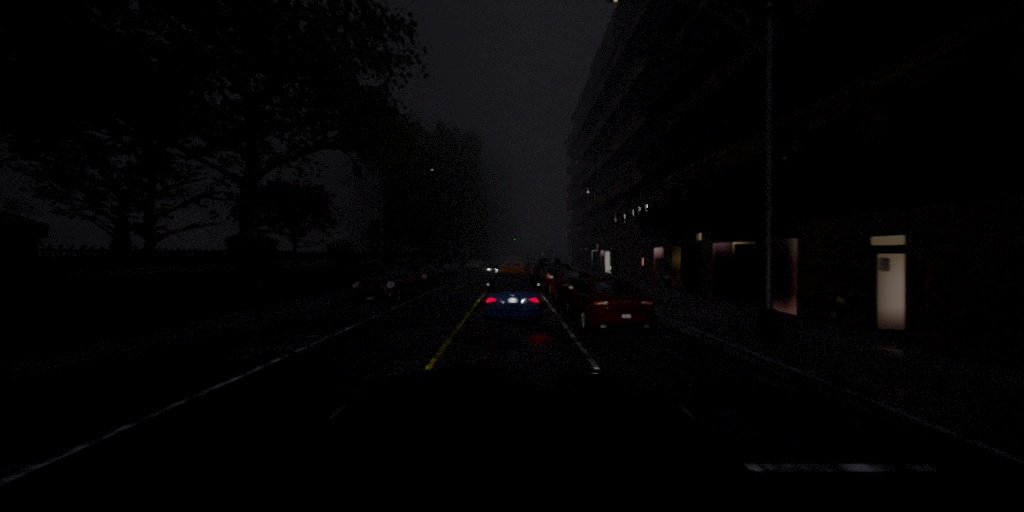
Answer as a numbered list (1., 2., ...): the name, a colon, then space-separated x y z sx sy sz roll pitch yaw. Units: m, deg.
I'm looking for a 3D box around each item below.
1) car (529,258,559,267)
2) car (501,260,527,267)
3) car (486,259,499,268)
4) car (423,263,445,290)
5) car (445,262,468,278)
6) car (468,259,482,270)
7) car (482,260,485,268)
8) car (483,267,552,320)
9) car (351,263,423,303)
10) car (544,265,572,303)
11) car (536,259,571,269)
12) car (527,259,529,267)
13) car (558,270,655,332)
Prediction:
1. car: 2.730 1.036 27.579 2.192 1.841 5.009 0 0 0
2. car: 0.099 1.195 30.924 1.882 1.535 5.008 0 0 1
3. car: -2.986 1.249 56.929 2.033 1.411 5.357 0 0 1
4. car: -5.659 1.167 21.960 1.967 1.591 4.097 0 0 0
5. car: -5.642 1.266 33.221 2.007 1.370 4.403 0 0 0
6. car: -5.617 1.229 49.942 1.751 1.417 4.829 0 0 0
7. car: -5.608 1.252 55.742 2.007 1.370 4.403 0 0 0
8. car: 0.040 1.284 12.495 2.033 1.411 5.357 0 0 1
9. car: -5.667 1.172 16.332 1.967 1.591 4.097 0 0 0
10. car: 2.713 1.277 16.319 1.888 1.381 4.507 0 0 0
11. car: 2.722 1.166 21.949 1.967 1.591 4.097 0 0 0
12. car: 2.739 1.155 33.210 1.967 1.591 4.097 0 0 0
13. car: 2.706 1.284 10.689 1.888 1.381 4.507 0 0 0
